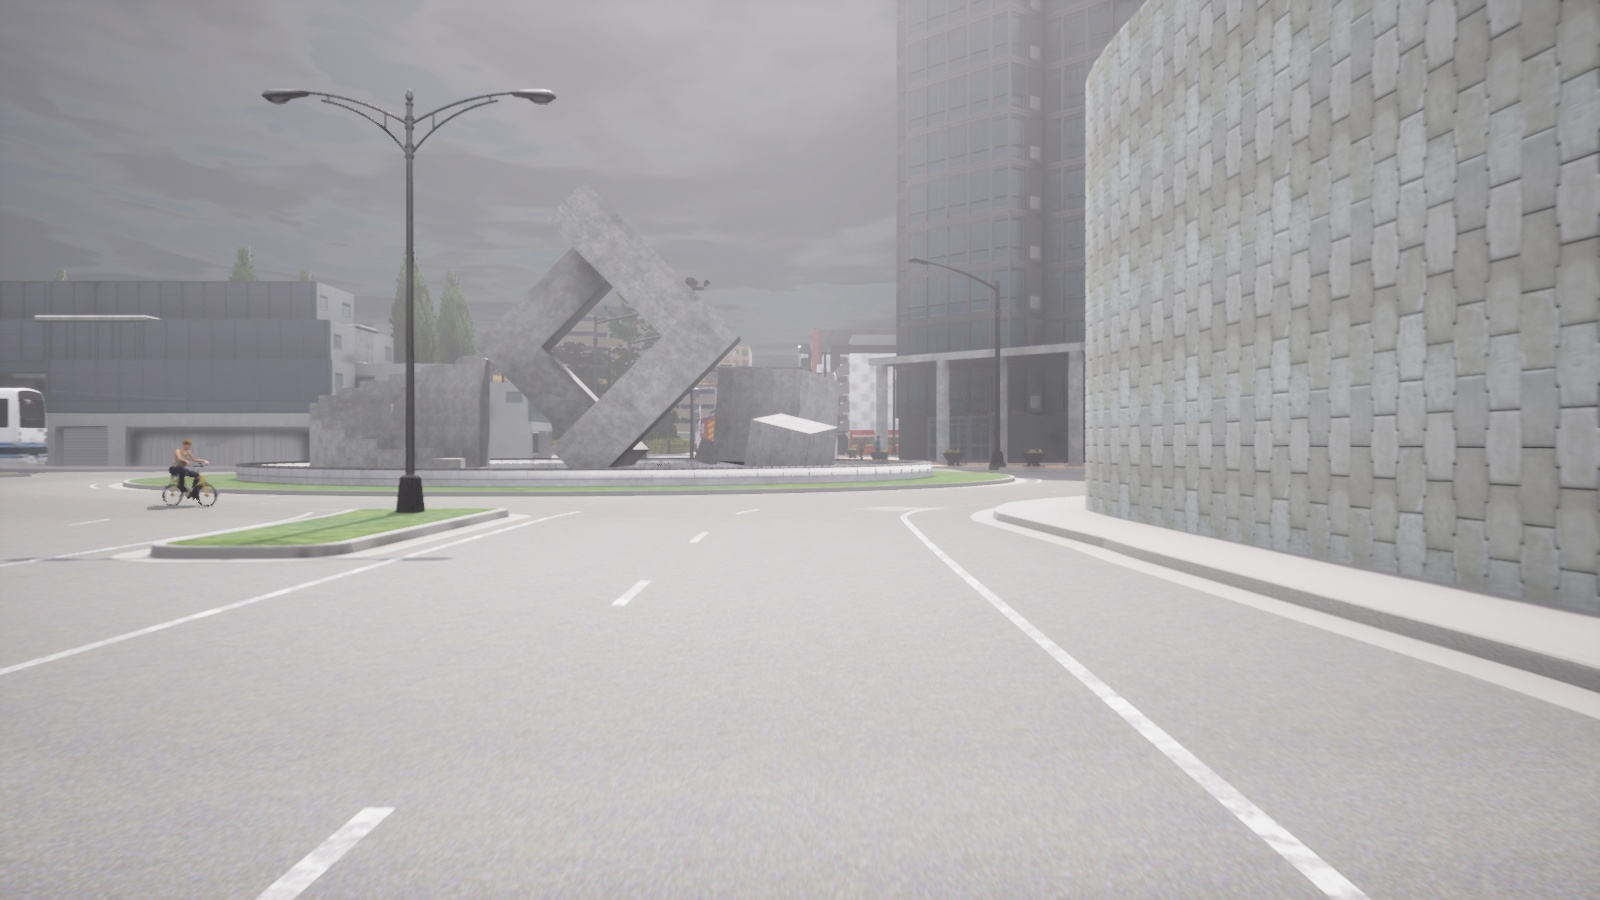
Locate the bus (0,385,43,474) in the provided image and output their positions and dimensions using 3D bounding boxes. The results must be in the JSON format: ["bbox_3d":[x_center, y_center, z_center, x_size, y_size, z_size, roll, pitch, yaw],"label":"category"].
[{"bbox_3d":[-43.519,-1.012,61.502,10.273,4.253,3.944,0,0,-8],"label":"bus"}]

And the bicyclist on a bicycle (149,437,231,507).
[{"bbox_3d":[-14.247,0.506,29.358,1.509,1.612,0.866,0,-1,14],"label":"bicyclist on a bicycle"}]

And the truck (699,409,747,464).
[{"bbox_3d":[-5.686,-0.941,91.753,2.891,3.827,8.468,0,0,-7],"label":"truck"}]
